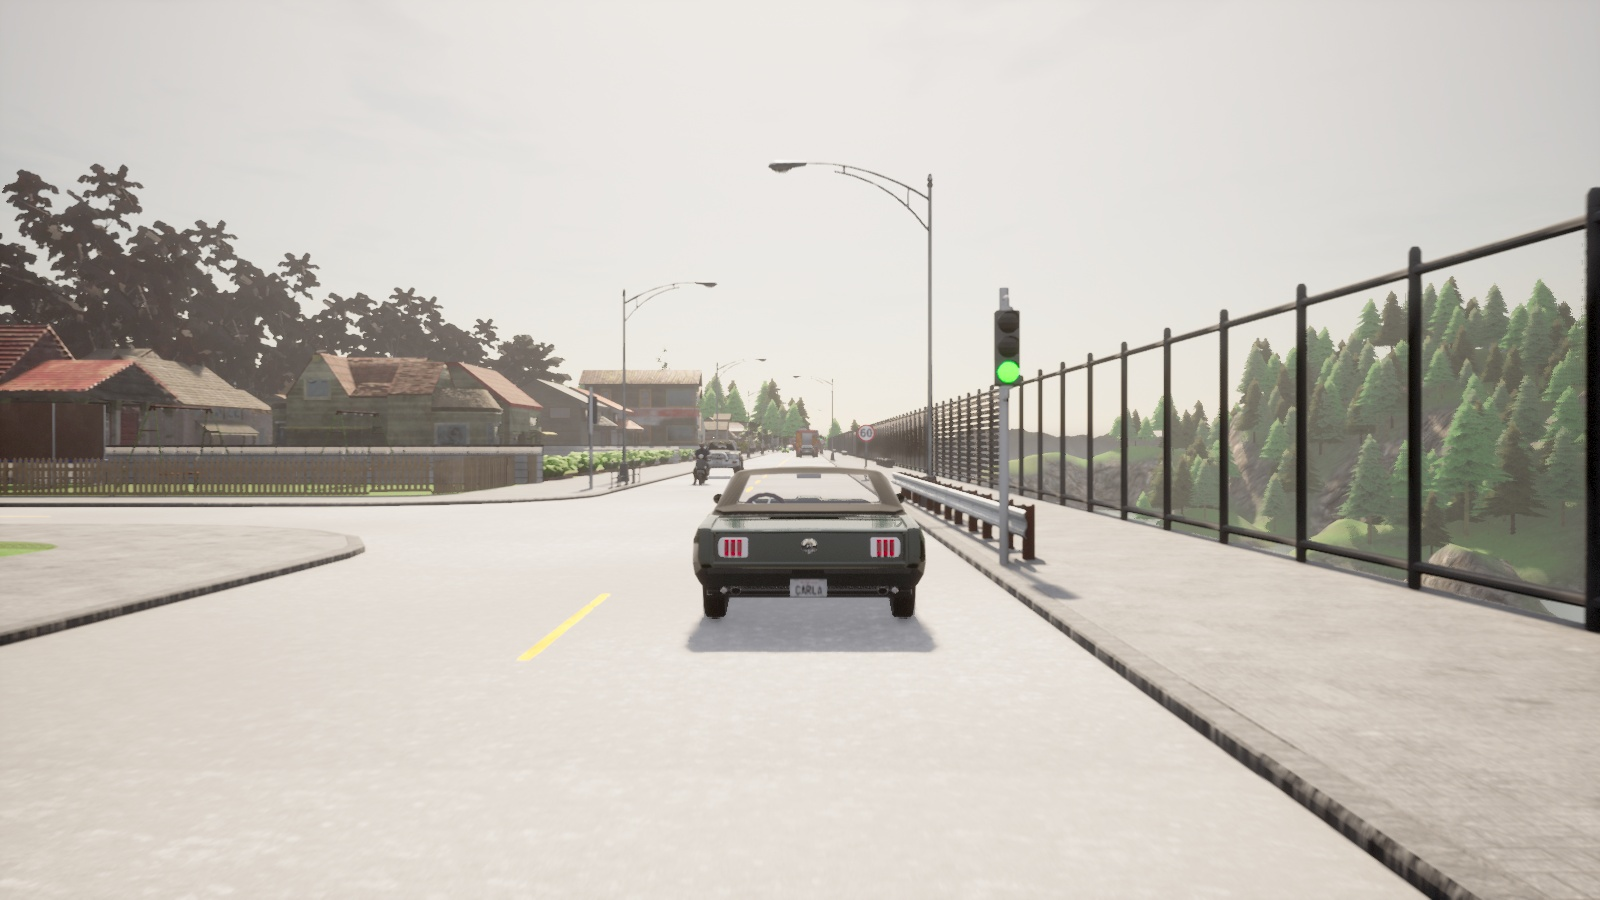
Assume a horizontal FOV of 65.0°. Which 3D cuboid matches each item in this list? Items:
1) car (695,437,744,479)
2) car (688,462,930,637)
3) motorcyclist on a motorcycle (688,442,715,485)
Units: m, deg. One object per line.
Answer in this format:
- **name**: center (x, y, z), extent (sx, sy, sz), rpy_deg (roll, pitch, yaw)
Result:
- **car**: center (-3.652, 0.335, 57.842), extent (1.932, 1.855, 4.605), rpy_deg (0, 0, 0)
- **car**: center (0.085, 0.800, 12.190), extent (1.895, 1.301, 4.718), rpy_deg (0, 0, 0)
- **motorcyclist on a motorcycle**: center (-3.714, 0.512, 47.437), extent (0.866, 1.590, 1.817), rpy_deg (0, 0, 0)
